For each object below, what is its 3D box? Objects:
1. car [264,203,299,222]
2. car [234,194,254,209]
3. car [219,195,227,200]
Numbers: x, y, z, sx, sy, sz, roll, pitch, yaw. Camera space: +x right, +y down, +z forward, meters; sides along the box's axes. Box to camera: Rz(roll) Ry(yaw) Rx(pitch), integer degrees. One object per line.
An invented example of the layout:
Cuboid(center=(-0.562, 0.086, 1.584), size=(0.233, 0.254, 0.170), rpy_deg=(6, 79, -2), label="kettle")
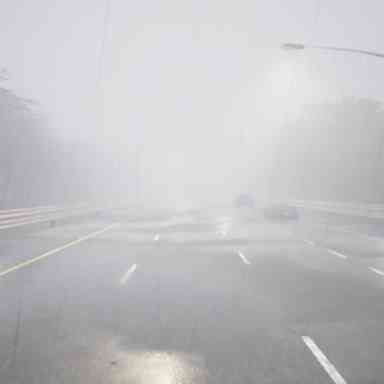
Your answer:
Cuboid(center=(7.034, 1.569, 26.566), size=(1.994, 1.385, 4.181), rpy_deg=(0, 0, 0), label="car")
Cuboid(center=(7.063, 1.242, 45.576), size=(2.150, 2.045, 5.566), rpy_deg=(0, 0, 0), label="car")
Cuboid(center=(8.611, 1.522, 92.712), size=(2.128, 1.511, 4.902), rpy_deg=(0, 0, 11), label="car")
